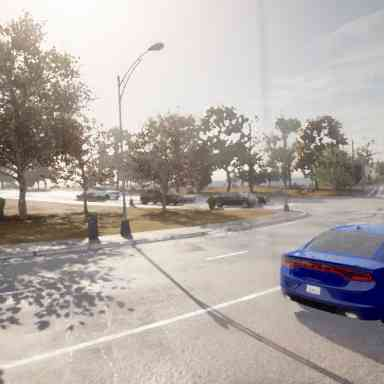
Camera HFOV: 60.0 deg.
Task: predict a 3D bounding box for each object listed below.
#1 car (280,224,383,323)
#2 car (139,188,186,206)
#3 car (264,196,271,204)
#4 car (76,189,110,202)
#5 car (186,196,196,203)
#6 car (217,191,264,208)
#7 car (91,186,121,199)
[{"bbox_3d":[3.919,1.424,7.047,5.008,1.535,1.882,-1,1,-39],"label":"car"},{"bbox_3d":[-3.953,0.559,40.988,5.566,2.045,2.150,1,3,33],"label":"car"},{"bbox_3d":[6.569,0.799,38.265,4.718,1.301,1.895,0,2,33],"label":"car"},{"bbox_3d":[-14.538,0.668,47.997,4.718,1.301,1.895,2,4,34],"label":"car"},{"bbox_3d":[-1.778,0.779,43.763,4.718,1.301,1.895,1,3,33],"label":"car"},{"bbox_3d":[4.795,0.711,35.223,4.553,1.767,2.097,0,2,33],"label":"car"},{"bbox_3d":[-13.448,0.097,51.452,5.566,2.045,2.150,2,4,34],"label":"car"}]
